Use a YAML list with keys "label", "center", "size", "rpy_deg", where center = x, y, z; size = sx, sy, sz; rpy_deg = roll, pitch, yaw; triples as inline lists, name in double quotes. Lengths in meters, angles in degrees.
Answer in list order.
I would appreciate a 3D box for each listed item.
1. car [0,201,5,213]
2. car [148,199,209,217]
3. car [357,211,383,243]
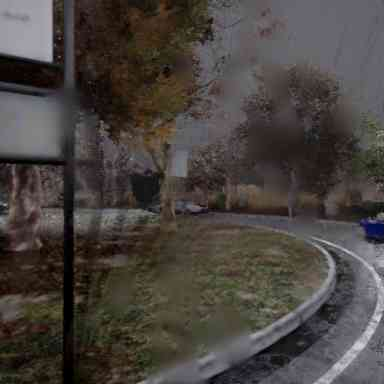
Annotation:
- label: "car"
  center: [-17.967, 1.065, 27.210]
  size: [4.553, 1.767, 2.097]
  rpy_deg: [-2, 1, -32]
- label: "car"
  center: [-1.233, 1.357, 29.211]
  size: [5.357, 1.411, 2.033]
  rpy_deg: [1, 0, 27]
- label: "car"
  center: [8.383, 1.443, 13.277]
  size: [1.882, 1.535, 5.008]
  rpy_deg: [1, 0, 6]
